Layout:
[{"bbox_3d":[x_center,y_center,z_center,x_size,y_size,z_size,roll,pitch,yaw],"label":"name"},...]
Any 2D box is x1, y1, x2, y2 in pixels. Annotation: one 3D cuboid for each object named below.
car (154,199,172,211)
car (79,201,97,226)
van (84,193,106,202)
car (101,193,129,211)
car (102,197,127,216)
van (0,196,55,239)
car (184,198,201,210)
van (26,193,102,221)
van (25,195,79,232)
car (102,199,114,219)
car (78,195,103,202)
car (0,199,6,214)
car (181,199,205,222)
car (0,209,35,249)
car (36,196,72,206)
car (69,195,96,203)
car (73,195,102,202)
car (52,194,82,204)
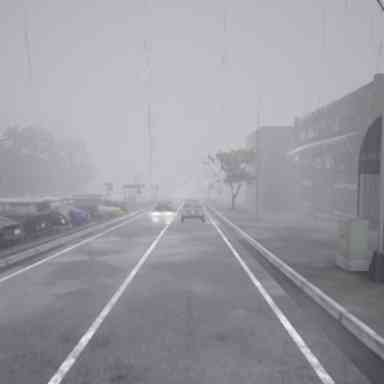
[{"bbox_3d":[-3.403,1.581,40.039,1.895,1.301,4.718,0,0,0],"label":"car"},{"bbox_3d":[-8.996,1.522,21.114,5.008,1.535,2.097,0,0,0],"label":"car"},{"bbox_3d":[-22.120,1.147,75.826,4.442,1.987,1.878,0,0,0],"label":"van"},{"bbox_3d":[-9.005,1.238,32.326,5.566,2.045,2.435,0,0,0],"label":"car"},{"bbox_3d":[-8.840,1.494,29.524,5.366,1.575,1.946,0,0,0],"label":"car"},{"bbox_3d":[-9.102,1.308,15.504,4.442,1.987,1.878,0,0,0],"label":"van"},{"bbox_3d":[0.036,1.536,42.578,1.994,1.385,4.181,0,0,0],"label":"car"},{"bbox_3d":[-9.127,1.288,23.916,4.442,1.987,1.878,0,0,0],"label":"van"},{"bbox_3d":[-8.877,1.304,18.306,4.442,1.987,1.878,0,0,0],"label":"van"},{"bbox_3d":[-9.020,1.546,26.720,4.674,1.452,2.002,0,0,0],"label":"car"},{"bbox_3d":[-22.259,1.409,73.053,4.792,1.488,2.163,0,0,0],"label":"car"},{"bbox_3d":[-22.148,1.515,34.195,4.792,1.488,2.163,0,0,0],"label":"car"},{"bbox_3d":[0.060,1.559,26.805,2.033,1.411,5.357,0,0,0],"label":"car"},{"bbox_3d":[-9.007,1.566,12.702,4.792,1.488,2.163,0,0,0],"label":"car"},{"bbox_3d":[-22.169,1.427,53.625,5.008,1.535,2.097,0,0,0],"label":"car"},{"bbox_3d":[-22.243,1.421,67.501,4.792,1.488,2.163,0,0,0],"label":"car"},{"bbox_3d":[-22.035,1.382,70.276,5.366,1.575,1.946,0,0,0],"label":"car"},{"bbox_3d":[-22.221,1.287,59.175,4.553,1.767,2.185,0,0,0],"label":"car"}]
